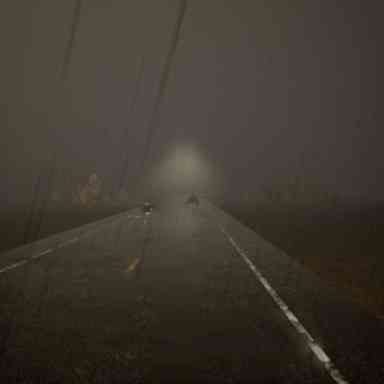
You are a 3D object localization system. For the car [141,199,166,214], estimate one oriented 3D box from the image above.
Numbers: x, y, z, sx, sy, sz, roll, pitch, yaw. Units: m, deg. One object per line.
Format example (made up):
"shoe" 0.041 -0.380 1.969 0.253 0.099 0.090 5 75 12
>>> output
"car" -3.581 1.338 31.495 1.994 1.385 4.181 0 0 0

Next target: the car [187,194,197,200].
"car" 0.035 1.042 71.675 1.994 1.385 4.181 0 0 0

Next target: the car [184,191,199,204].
"car" 0.126 1.095 53.540 1.882 1.535 5.008 0 0 0
